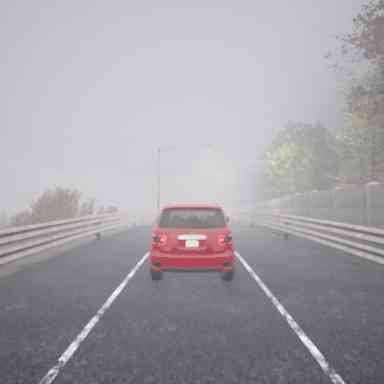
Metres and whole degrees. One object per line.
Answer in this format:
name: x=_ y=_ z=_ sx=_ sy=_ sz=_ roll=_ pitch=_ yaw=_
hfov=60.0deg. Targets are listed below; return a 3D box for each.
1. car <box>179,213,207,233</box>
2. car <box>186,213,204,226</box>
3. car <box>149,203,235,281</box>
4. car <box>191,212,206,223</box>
car: x=0.097 y=2.232 z=24.723 sx=1.895 sy=1.301 sz=4.718 roll=0 pitch=-3 yaw=1
car: x=0.379 y=2.886 z=35.971 sx=1.895 sy=1.301 sz=4.718 roll=0 pitch=-4 yaw=2
car: x=0.015 y=1.349 z=10.334 sx=2.150 sy=2.045 sz=5.566 roll=0 pitch=-1 yaw=0
car: x=0.926 y=3.474 z=46.144 sx=1.812 sy=1.442 sz=4.674 roll=0 pitch=-4 yaw=3
